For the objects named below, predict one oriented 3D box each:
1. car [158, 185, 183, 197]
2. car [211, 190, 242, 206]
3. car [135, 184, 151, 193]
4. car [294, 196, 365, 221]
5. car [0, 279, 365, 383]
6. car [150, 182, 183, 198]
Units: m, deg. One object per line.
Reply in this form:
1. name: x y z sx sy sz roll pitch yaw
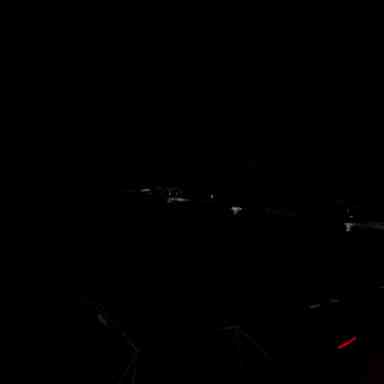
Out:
1. car: -3.465 -0.204 52.665 2.128 1.511 4.902 2 2 -29
2. car: 3.704 0.587 33.294 1.837 1.490 4.892 2 2 -29
3. car: -9.332 -0.731 63.152 2.128 1.511 4.902 2 2 -29
4. car: 9.417 1.065 23.085 1.882 1.535 5.008 2 1 -30
5. car: -0.635 1.607 2.832 4.718 1.301 1.895 1 0 -34
6. car: -3.277 -0.317 45.834 2.150 2.045 5.566 2 2 -29
